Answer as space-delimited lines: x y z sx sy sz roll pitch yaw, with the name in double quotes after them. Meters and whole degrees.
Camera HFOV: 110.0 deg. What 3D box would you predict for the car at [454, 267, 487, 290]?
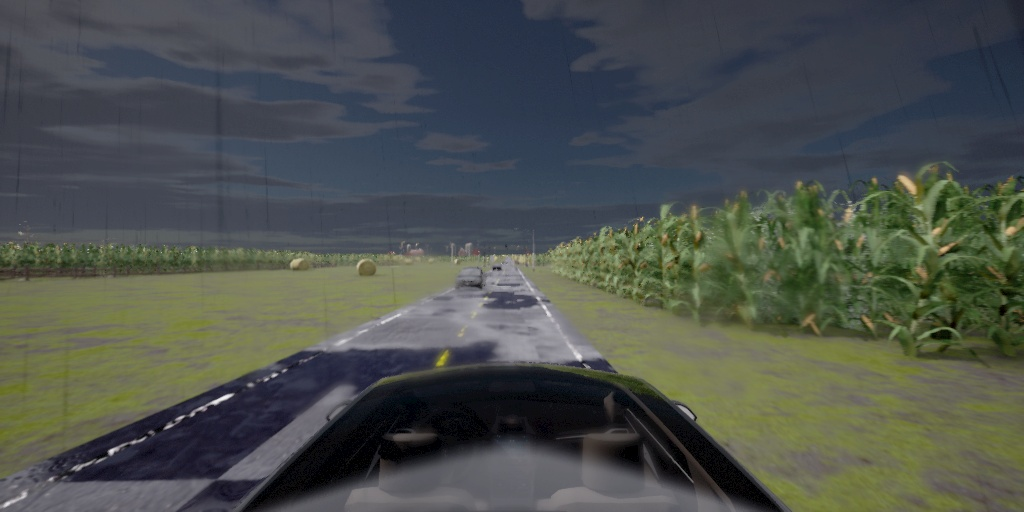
-2.847 1.568 25.355 1.837 1.490 4.892 0 -1 0 "car"
